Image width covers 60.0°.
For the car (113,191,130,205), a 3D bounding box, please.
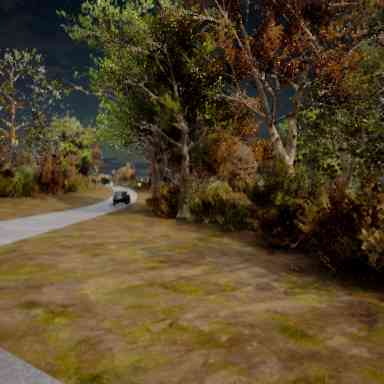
[{"bbox_3d":[-10.838,0.879,51.345,2.150,2.045,5.566,-1,1,-5],"label":"car"}]
